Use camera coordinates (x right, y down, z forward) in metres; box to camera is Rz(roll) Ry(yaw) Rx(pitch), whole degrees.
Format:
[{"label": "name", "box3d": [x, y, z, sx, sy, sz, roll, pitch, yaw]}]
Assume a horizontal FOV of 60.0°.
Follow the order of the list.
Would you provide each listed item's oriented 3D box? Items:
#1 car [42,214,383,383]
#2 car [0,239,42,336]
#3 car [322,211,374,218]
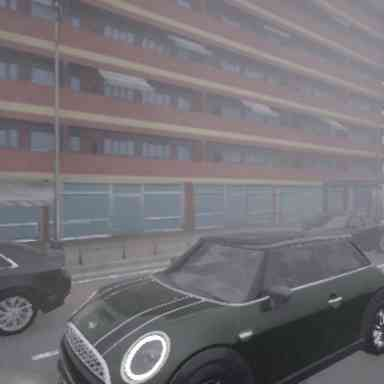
[{"label": "car", "box3d": [0.694, 1.351, 4.459, 4.553, 1.767, 2.097, 0, 0, -35]}, {"label": "car", "box3d": [-4.429, 1.507, 5.117, 4.892, 1.490, 1.837, 1, 0, -35]}, {"label": "car", "box3d": [5.282, 1.475, 12.031, 5.008, 1.535, 1.882, 0, 0, -35]}]
